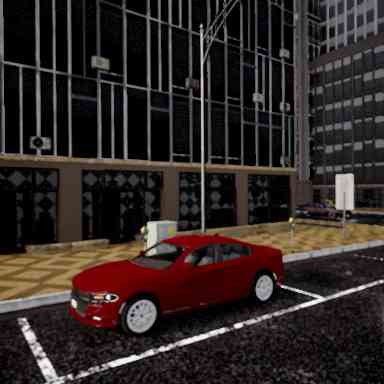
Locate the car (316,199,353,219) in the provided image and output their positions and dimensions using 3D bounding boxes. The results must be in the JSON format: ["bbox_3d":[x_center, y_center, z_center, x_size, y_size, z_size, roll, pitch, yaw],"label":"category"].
[{"bbox_3d":[11.776,1.600,30.420,2.033,1.411,5.357,-1,1,-35],"label":"car"}]

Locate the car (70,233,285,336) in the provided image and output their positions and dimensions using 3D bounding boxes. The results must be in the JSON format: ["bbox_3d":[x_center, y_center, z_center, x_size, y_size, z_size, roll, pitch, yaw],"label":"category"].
[{"bbox_3d":[-0.072,1.568,6.674,4.507,1.381,1.887,0,-1,-35],"label":"car"}]

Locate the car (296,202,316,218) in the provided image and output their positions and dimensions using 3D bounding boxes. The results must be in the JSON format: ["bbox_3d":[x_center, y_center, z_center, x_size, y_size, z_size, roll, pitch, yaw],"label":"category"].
[{"bbox_3d":[8.586,1.612,30.548,2.008,1.369,4.403,0,1,-35],"label":"car"}]

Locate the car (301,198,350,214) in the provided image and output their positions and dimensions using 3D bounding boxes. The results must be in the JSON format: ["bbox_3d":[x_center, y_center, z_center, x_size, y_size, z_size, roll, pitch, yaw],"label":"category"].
[{"bbox_3d":[14.581,1.491,36.500,1.752,1.417,4.829,0,1,-35],"label":"car"}]
